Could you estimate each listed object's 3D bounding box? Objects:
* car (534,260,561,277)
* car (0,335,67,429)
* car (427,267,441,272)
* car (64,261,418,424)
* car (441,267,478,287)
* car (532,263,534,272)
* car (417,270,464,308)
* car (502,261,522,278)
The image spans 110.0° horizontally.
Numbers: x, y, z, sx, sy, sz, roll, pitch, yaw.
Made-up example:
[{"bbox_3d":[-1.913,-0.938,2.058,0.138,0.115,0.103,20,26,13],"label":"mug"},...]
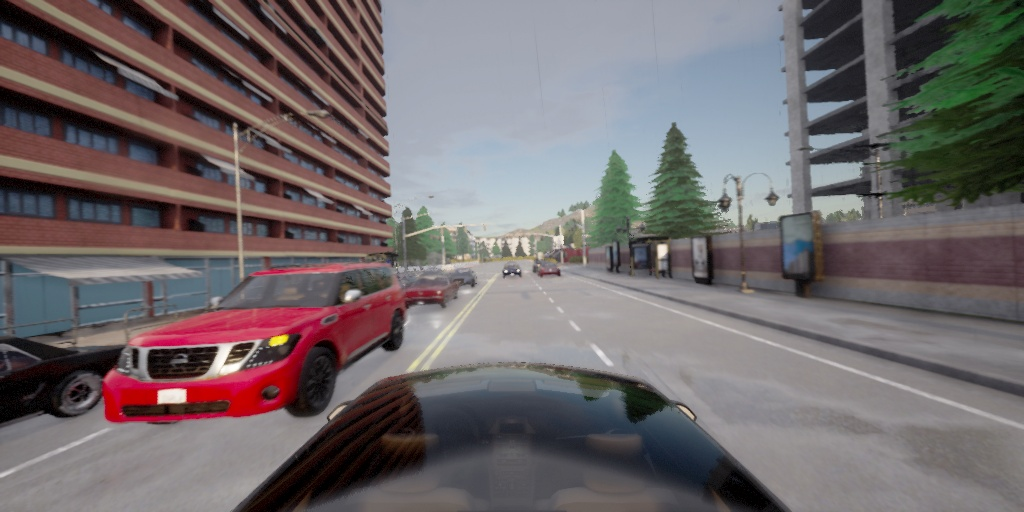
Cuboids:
[{"bbox_3d":[3.523,1.251,34.726,1.994,1.385,4.181,-3,0,0],"label":"car"},{"bbox_3d":[-7.121,1.695,3.836,1.895,1.301,4.718,-3,0,0],"label":"car"},{"bbox_3d":[-7.079,1.748,32.972,1.994,1.385,4.181,-3,0,1],"label":"car"},{"bbox_3d":[-3.645,1.160,6.592,2.150,2.045,5.566,-3,0,0],"label":"car"},{"bbox_3d":[-3.620,1.564,26.402,1.994,1.385,4.181,-3,0,-1],"label":"car"},{"bbox_3d":[3.457,1.210,43.640,2.128,1.511,4.902,-3,0,0],"label":"car"},{"bbox_3d":[-3.625,1.569,16.472,1.895,1.301,4.718,-3,0,0],"label":"car"},{"bbox_3d":[0.030,1.458,36.107,1.895,1.301,4.718,-3,0,0],"label":"car"}]
